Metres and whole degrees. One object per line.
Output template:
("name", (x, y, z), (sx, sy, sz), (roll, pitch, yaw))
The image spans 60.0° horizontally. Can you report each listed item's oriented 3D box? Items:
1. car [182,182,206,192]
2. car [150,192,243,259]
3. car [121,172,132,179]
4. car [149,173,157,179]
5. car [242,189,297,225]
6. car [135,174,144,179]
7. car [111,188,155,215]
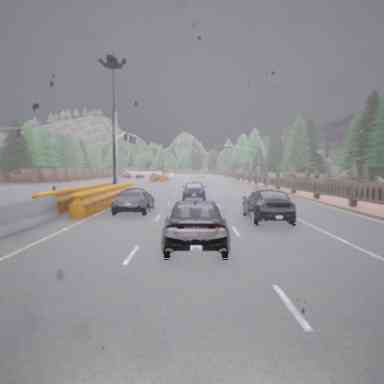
("car", (0.174, -0.110, 27.251), (1.812, 1.442, 4.674), (0, 4, 0))
("car", (0.104, 1.001, 10.576), (2.128, 1.511, 4.902), (0, 4, 0))
("car", (-17.095, -4.345, 86.289), (2.097, 1.767, 4.553), (0, 4, 0))
("car", (-10.095, -4.192, 86.172), (1.837, 1.490, 4.892), (0, 4, 0))
("car", (3.619, 0.633, 16.155), (1.837, 1.490, 4.892), (0, 4, 0))
("car", (-13.595, -4.097, 86.168), (1.895, 1.301, 4.718), (0, 4, 0))
("car", (-3.367, 0.463, 19.479), (1.994, 1.385, 4.181), (0, 4, 0))
